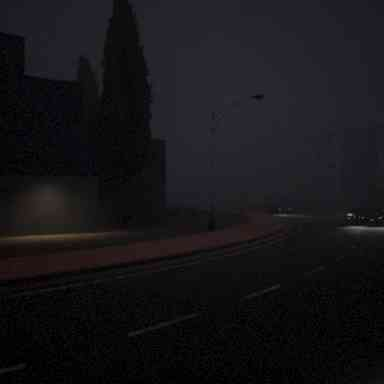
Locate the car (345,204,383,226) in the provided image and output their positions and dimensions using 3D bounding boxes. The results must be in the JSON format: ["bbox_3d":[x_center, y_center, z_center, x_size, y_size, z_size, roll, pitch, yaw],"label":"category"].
[{"bbox_3d":[13.975,1.903,27.291,1.837,1.490,4.892,1,-1,12],"label":"car"}]

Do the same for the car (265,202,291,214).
[{"bbox_3d":[11.048,2.090,43.195,1.837,1.490,4.892,1,-1,-11],"label":"car"}]
